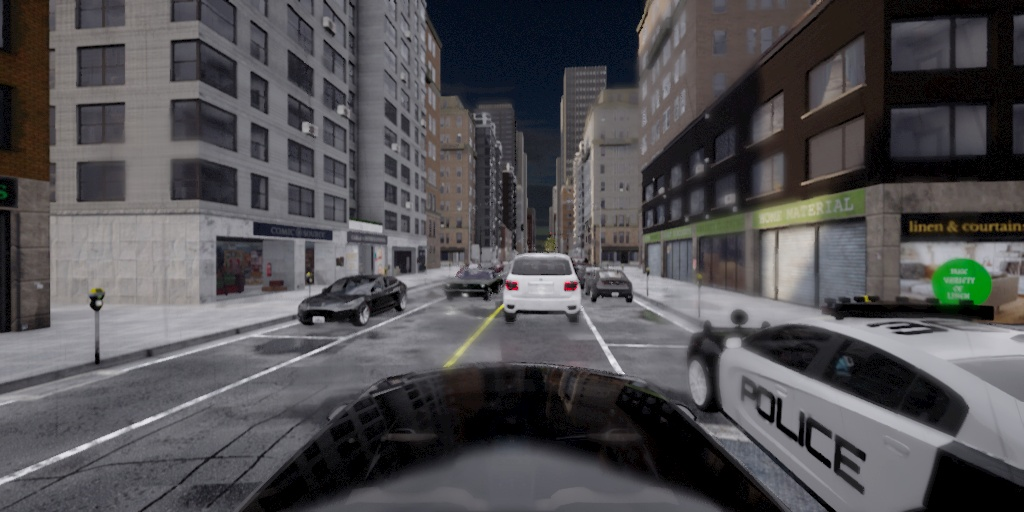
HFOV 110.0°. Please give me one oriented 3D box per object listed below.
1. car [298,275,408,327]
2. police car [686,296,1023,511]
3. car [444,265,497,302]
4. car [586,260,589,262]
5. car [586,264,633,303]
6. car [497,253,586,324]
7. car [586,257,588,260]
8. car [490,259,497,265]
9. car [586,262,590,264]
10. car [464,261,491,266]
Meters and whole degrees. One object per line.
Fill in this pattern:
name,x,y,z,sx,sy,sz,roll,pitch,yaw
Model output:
car,-4.813,1.281,11.515,1.948,1.339,4.313,0,0,6
police car,3.151,1.169,3.045,1.930,1.638,5.238,0,0,6
car,-1.680,1.295,16.827,1.895,1.301,4.718,0,0,6
car,5.393,1.219,27.120,1.948,1.339,4.313,0,0,6
car,4.243,1.245,16.133,2.007,1.370,4.403,0,0,6
car,1.039,0.934,11.996,2.150,2.045,5.566,0,0,6
car,5.968,0.947,32.614,2.192,1.841,5.009,0,0,6
car,-2.513,1.199,33.495,1.948,1.339,4.313,0,0,6
car,4.818,1.224,21.627,2.007,1.370,4.403,0,0,6
car,-3.088,1.235,28.000,1.802,1.307,4.207,0,0,6
